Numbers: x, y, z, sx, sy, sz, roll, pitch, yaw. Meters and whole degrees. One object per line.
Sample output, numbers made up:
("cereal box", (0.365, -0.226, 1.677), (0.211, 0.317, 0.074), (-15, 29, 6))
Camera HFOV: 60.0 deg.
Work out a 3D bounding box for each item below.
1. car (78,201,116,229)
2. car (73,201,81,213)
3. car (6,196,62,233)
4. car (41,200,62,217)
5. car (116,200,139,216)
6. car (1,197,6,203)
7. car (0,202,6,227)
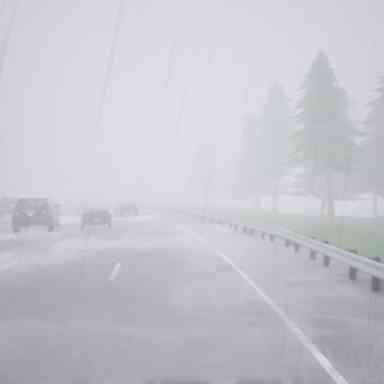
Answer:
("car", (-6.497, 1.565, 22.614), (1.882, 1.535, 5.008), (-1, 0, -17))
("car", (-12.034, 1.687, 37.337), (1.812, 1.442, 4.674), (-1, 0, -26))
("car", (-9.676, 1.350, 20.922), (2.150, 2.045, 5.566), (-1, 0, -17))
("car", (-15.124, 1.711, 35.704), (1.837, 1.490, 4.892), (0, 0, -26))
("car", (-6.681, 1.595, 33.787), (1.837, 1.490, 4.892), (-1, 0, -22))
("car", (-18.084, 1.468, 33.827), (2.150, 2.045, 5.566), (-1, 0, -25))
("car", (-13.050, 1.654, 20.031), (1.882, 1.535, 5.008), (-1, 0, -17))
